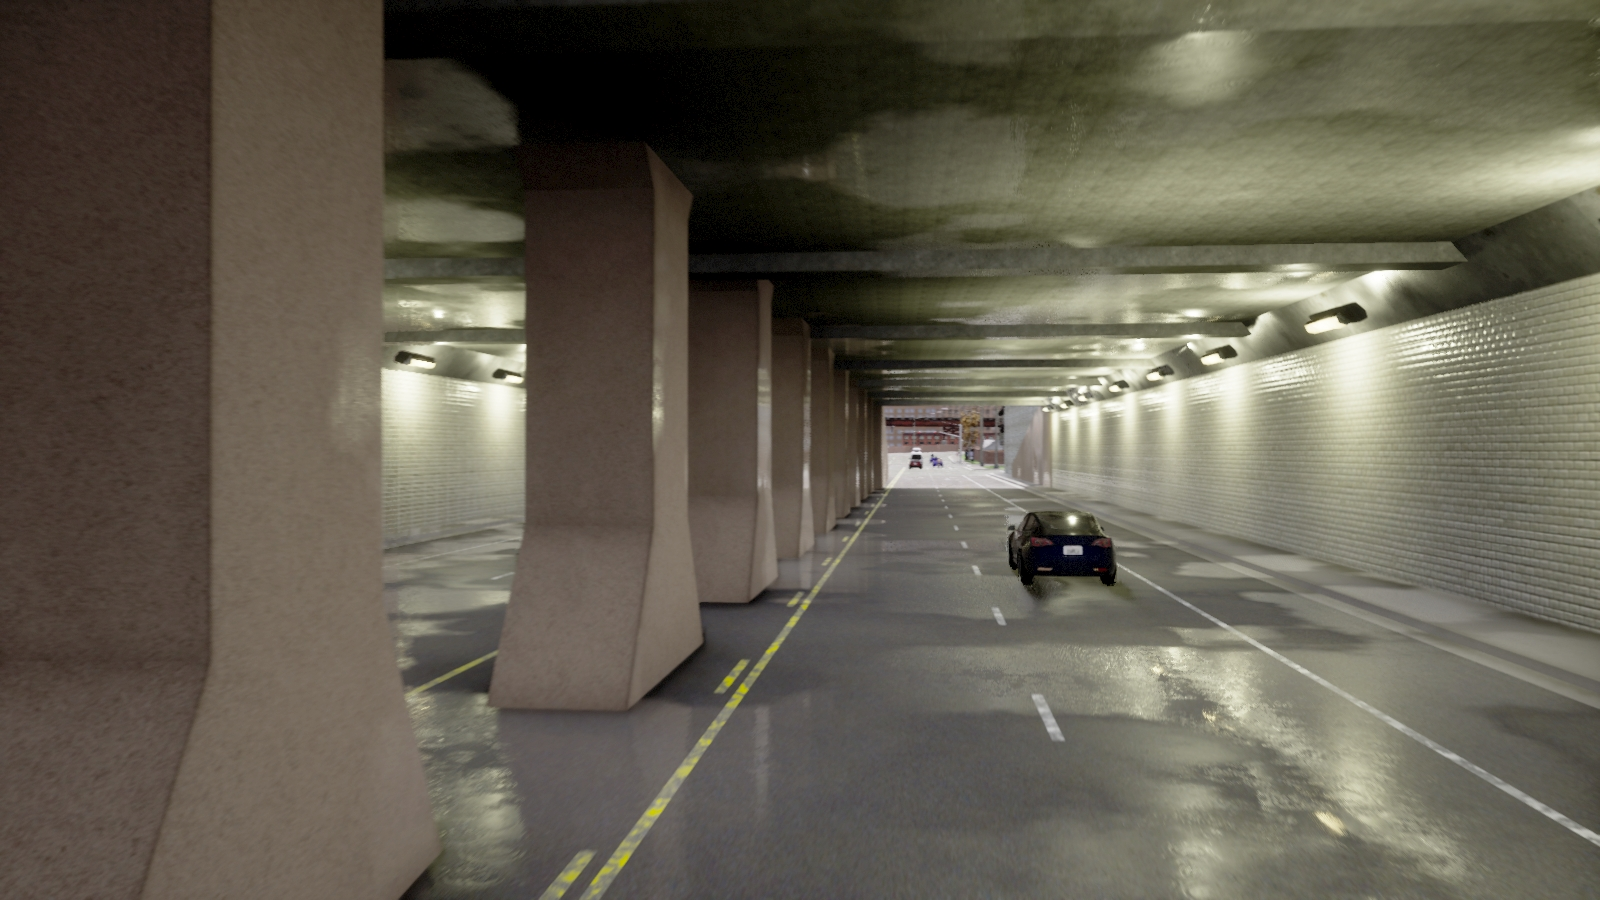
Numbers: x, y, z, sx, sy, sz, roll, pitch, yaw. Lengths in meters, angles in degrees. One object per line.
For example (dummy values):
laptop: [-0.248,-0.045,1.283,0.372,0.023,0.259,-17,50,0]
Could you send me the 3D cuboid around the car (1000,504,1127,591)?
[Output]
car: [5.705,2.065,25.317,2.163,1.488,4.792,0,0,6]
